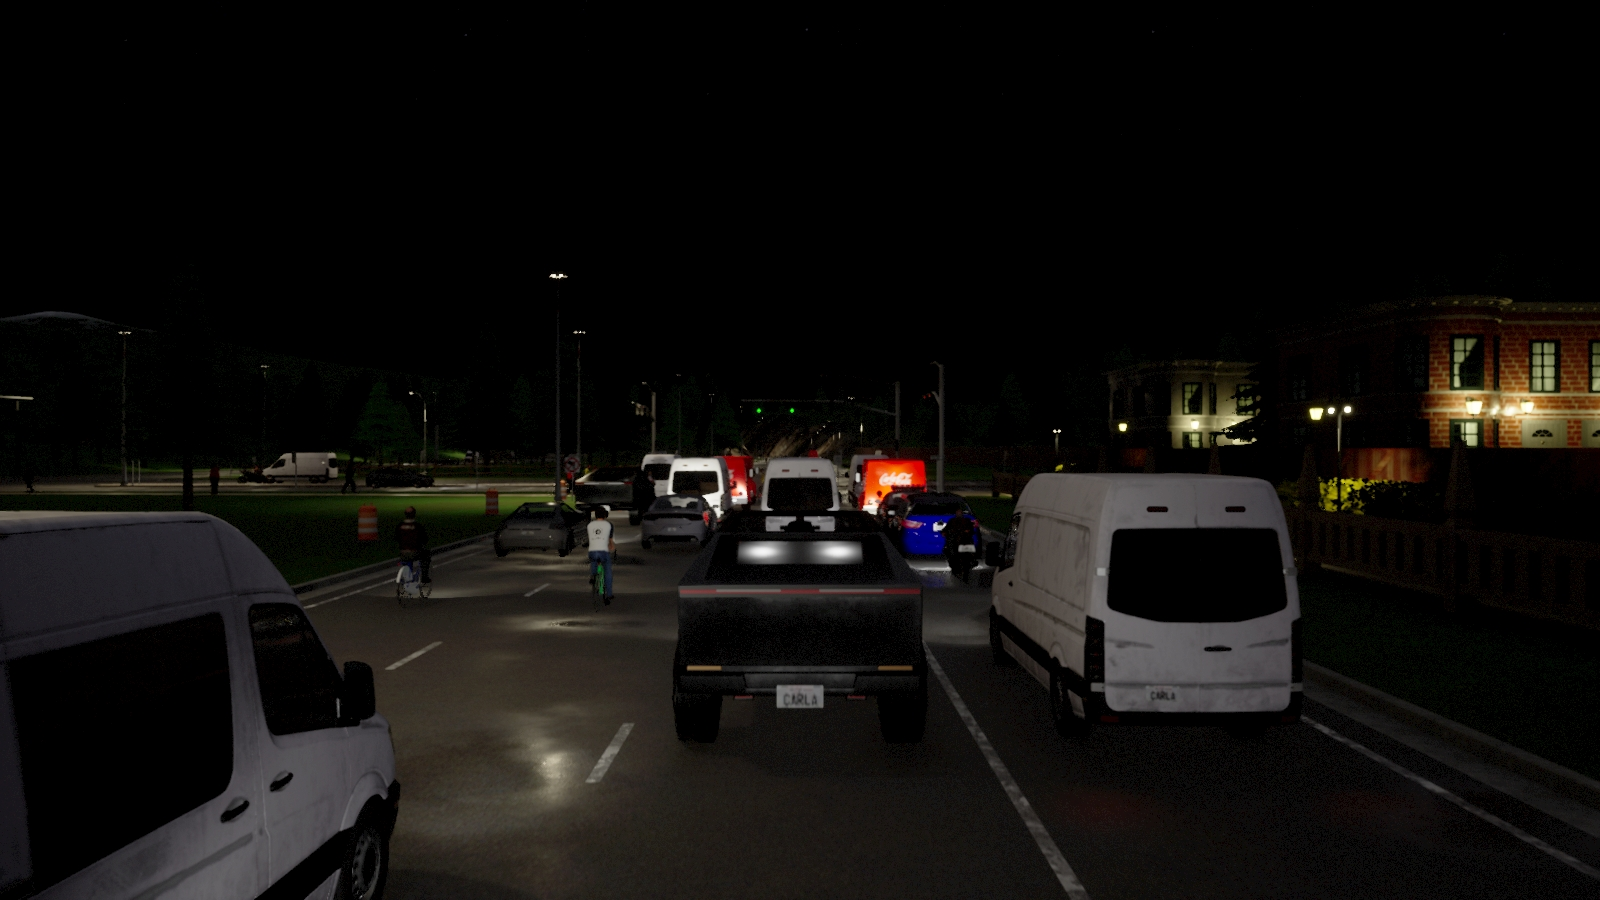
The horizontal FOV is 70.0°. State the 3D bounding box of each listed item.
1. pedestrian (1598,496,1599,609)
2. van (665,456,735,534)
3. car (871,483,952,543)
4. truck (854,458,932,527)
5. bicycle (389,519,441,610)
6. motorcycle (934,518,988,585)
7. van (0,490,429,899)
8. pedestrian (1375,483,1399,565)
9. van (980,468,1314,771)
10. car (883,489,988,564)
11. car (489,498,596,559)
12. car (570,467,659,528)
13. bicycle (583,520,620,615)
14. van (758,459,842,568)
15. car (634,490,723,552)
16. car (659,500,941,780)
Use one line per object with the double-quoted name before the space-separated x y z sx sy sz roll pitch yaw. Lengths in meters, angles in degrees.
"pedestrian" 13.357 1.690 18.669 0.375 1.860 0.375 0 0 1
"van" -3.504 1.522 41.079 1.988 2.561 5.915 0 0 0
"car" 3.501 1.971 36.889 2.097 1.638 5.238 0 0 0
"truck" 3.499 1.555 44.156 2.627 2.467 5.204 0 0 0
"bicycle" -7.005 2.054 20.835 0.329 1.471 1.835 0 0 0
"motorcycle" 3.501 2.197 25.046 0.867 1.251 2.209 0 0 0
"van" -3.504 1.530 4.770 1.988 2.561 5.915 0 0 0
"pedestrian" 13.427 1.688 26.143 0.375 1.860 0.375 0 0 1
"van" 3.497 1.530 12.939 1.988 2.561 5.915 0 0 0
"car" 3.501 1.958 30.372 2.242 1.667 4.611 0 0 0
"car" -7.007 2.109 31.491 1.994 1.385 4.181 0 0 0
"car" -7.000 1.740 43.886 2.390 2.098 6.274 0 0 0
"bicycle" -3.499 2.049 20.197 0.373 1.496 1.643 0 0 0
"van" -0.003 1.522 29.890 1.988 2.561 5.915 0 -1 0
"car" -3.495 2.024 33.794 2.097 1.535 5.006 0 0 0
"car" 0.001 1.749 12.839 2.390 2.098 6.274 0 0 0
